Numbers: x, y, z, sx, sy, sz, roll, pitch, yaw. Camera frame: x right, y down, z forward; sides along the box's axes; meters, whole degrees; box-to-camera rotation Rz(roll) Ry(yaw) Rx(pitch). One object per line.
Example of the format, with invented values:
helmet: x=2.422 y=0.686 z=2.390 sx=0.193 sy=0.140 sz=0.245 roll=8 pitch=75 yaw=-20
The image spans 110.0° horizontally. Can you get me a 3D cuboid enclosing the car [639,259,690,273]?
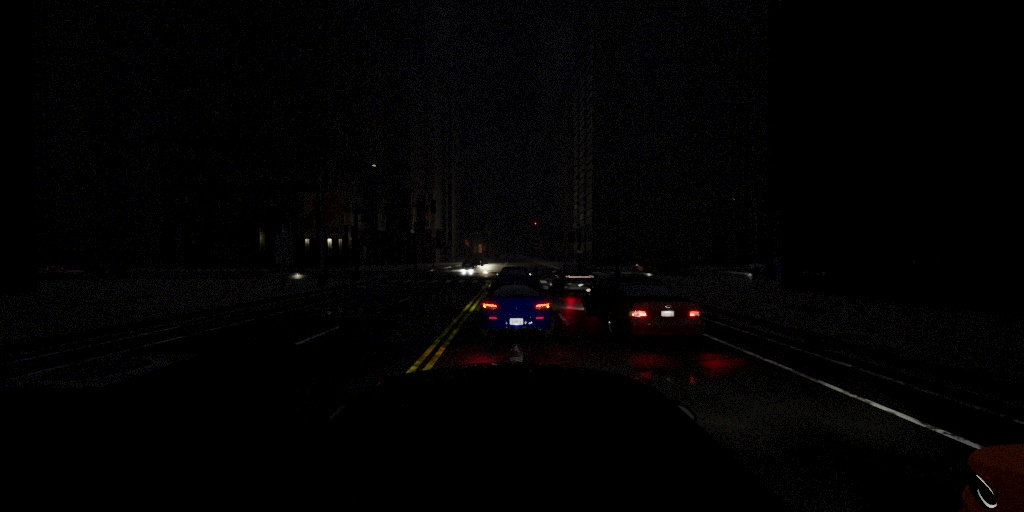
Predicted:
car: x=17.729 y=1.147 z=41.190 sx=5.008 sy=1.535 sz=1.882 roll=0 pitch=1 yaw=0

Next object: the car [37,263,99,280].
car: x=-40.821 y=1.450 z=32.238 sx=4.829 sy=1.417 sz=1.751 roll=0 pitch=0 yaw=0

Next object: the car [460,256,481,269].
car: x=-6.536 y=1.204 z=55.269 sx=2.128 sy=1.511 sz=4.902 roll=0 pitch=0 yaw=2

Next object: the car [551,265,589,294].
car: x=3.351 y=1.230 z=20.016 sx=2.128 sy=1.511 sz=4.902 roll=0 pitch=0 yaw=0

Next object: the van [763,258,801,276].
van: x=27.532 y=1.086 z=35.280 sx=3.998 sy=1.789 sz=1.690 roll=0 pitch=0 yaw=0

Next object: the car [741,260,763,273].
car: x=28.821 y=1.182 z=41.108 sx=4.674 sy=1.442 sz=1.812 roll=0 pitch=1 yaw=0

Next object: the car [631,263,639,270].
car: x=16.700 y=1.071 z=43.871 sx=4.097 sy=1.591 sz=1.967 roll=0 pitch=0 yaw=0

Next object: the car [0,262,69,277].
car: x=-50.892 y=1.423 z=37.988 sx=5.357 sy=1.411 sz=2.033 roll=0 pitch=1 yaw=0

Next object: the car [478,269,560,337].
car: x=0.095 y=1.272 z=10.170 sx=1.812 sy=1.442 sz=4.674 roll=0 pitch=0 yaw=0

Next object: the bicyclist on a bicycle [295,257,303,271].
bicyclist on a bicycle: x=-25.870 y=1.001 z=43.618 sx=0.582 sy=1.620 sz=1.656 roll=0 pitch=1 yaw=0

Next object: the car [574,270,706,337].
car: x=3.353 y=1.293 z=10.268 sx=2.033 sy=1.411 sz=5.357 roll=0 pitch=0 yaw=0

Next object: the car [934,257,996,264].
car: x=43.853 y=1.169 z=35.182 sx=4.097 sy=1.591 sz=1.967 roll=0 pitch=0 yaw=0

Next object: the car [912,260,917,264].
car: x=49.218 y=1.153 z=40.925 sx=4.892 sy=1.490 sz=1.837 roll=1 pitch=1 yaw=1

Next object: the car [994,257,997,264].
car: x=49.294 y=1.046 z=35.149 sx=5.009 sy=1.841 sz=2.192 roll=0 pitch=0 yaw=0

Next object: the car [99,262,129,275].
car: x=-46.411 y=1.362 z=40.761 sx=4.507 sy=1.381 sz=1.888 roll=0 pitch=0 yaw=0

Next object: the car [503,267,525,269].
car: x=0.100 y=1.286 z=19.744 sx=2.033 sy=1.411 sz=5.357 roll=0 pitch=0 yaw=0
